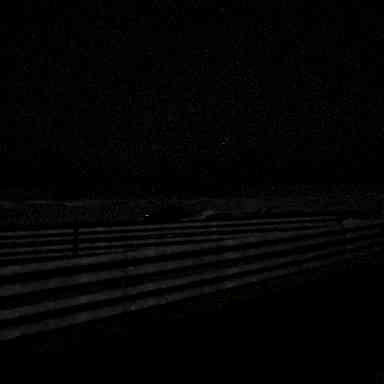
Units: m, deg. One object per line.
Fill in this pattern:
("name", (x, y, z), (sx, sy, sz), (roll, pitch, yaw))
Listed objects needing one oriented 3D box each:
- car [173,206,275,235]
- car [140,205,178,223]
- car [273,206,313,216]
("car", (1.628, 1.622, 17.345), (4.674, 1.442, 1.812), (-1, 0, -18))
("car", (-1.365, 1.652, 23.737), (4.674, 1.442, 1.812), (-1, 0, -18))
("car", (5.724, 1.598, 22.334), (4.718, 1.301, 1.895), (-1, 0, -18))
